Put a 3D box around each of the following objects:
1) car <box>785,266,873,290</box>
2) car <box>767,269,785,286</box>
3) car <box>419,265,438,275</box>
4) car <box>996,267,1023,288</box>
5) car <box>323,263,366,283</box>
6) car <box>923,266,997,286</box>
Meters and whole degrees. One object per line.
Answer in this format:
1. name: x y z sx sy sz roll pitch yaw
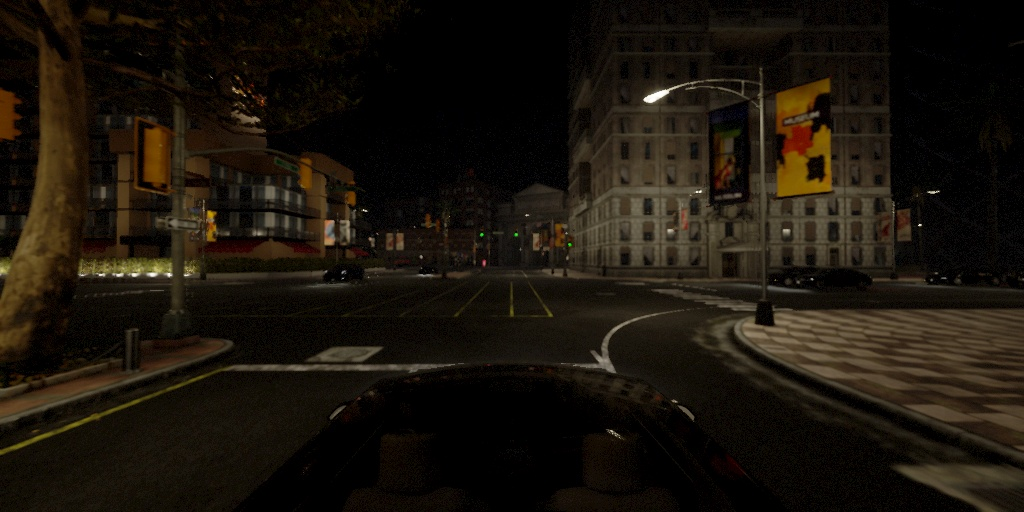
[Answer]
1. car: 22.120 1.556 24.804 4.674 1.442 1.812 0 -1 0
2. car: 22.567 1.577 28.306 4.892 1.490 1.837 0 -1 0
3. car: -11.585 1.896 49.966 1.994 1.385 4.181 0 -1 0
4. car: 37.966 1.251 24.800 5.566 2.045 2.150 0 -1 0
5. car: -15.000 1.429 32.251 2.097 1.767 4.553 0 -1 0
6. car: 35.556 1.572 28.308 4.892 1.490 1.837 -2 -1 0
